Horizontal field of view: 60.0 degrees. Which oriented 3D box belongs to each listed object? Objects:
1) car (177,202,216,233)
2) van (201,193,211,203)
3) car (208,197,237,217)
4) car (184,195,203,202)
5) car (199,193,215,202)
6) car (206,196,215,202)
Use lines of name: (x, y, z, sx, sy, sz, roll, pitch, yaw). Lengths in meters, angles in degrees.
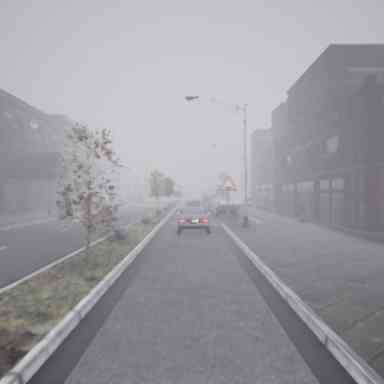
car: (0.089, 1.552, 19.728, 2.033, 1.411, 5.357, 0, 0, 0)
van: (2.980, 1.195, 69.468, 1.878, 1.987, 4.442, 0, 0, 0)
car: (2.989, 1.478, 30.692, 2.231, 1.521, 4.892, 0, 0, 0)
car: (0.090, 1.485, 42.667, 1.837, 1.490, 4.892, 0, 0, 0)
car: (2.983, 1.176, 58.337, 2.435, 2.045, 5.566, 0, 0, 0)
car: (2.987, 1.471, 36.339, 2.231, 1.521, 4.892, 0, 0, 0)
